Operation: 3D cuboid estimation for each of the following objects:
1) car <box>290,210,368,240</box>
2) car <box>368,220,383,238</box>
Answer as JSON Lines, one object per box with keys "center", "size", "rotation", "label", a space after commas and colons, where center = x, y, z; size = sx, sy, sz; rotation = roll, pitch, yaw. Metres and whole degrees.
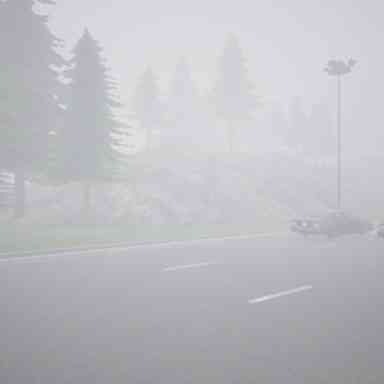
{"center": [7.549, 1.652, 17.728], "size": [5.357, 1.411, 2.033], "rotation": [0, 0, -35], "label": "car"}
{"center": [10.887, 1.662, 15.810], "size": [5.357, 1.411, 2.033], "rotation": [0, 0, -35], "label": "car"}
